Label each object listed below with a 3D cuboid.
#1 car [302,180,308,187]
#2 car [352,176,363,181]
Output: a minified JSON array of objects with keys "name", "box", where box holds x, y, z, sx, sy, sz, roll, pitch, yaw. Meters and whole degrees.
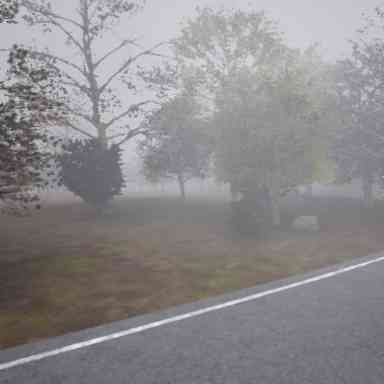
[{"name":"car","box":[25.842,-1.925,75.025,2.128,1.511,4.902,-1,5,45]},{"name":"car","box":[40.195,-3.769,81.502,5.566,2.045,2.150,-4,3,-2]}]
